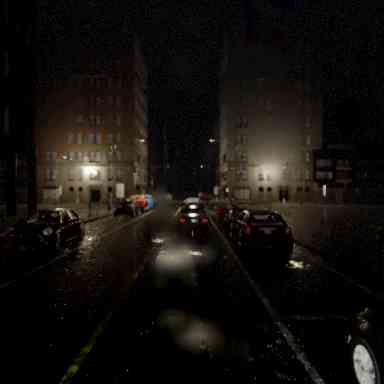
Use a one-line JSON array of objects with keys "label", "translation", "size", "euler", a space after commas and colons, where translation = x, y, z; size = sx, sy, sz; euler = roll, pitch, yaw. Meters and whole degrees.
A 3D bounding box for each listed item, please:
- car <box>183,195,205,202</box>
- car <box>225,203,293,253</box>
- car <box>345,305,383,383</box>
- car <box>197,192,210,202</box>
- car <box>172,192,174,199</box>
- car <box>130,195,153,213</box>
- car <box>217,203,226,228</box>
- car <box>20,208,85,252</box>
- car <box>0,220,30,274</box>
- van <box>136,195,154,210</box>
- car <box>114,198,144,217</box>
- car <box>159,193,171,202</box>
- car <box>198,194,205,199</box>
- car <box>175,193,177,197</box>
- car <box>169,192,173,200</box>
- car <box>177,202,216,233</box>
[{"label": "car", "translation": [0.063, 1.425, 37.287], "size": [2.128, 1.511, 4.902], "euler": [0, 0, 0]}, {"label": "car", "translation": [2.656, 1.418, 13.553], "size": [1.967, 1.590, 4.097], "euler": [0, 0, 0]}, {"label": "car", "translation": [2.666, 1.547, 2.275], "size": [2.008, 1.369, 4.403], "euler": [0, 0, 0]}, {"label": "car", "translation": [2.610, 1.127, 68.766], "size": [2.192, 1.841, 5.009], "euler": [0, 0, 0]}, {"label": "car", "translation": [-5.926, 1.288, 79.927], "size": [1.752, 1.417, 4.829], "euler": [0, 0, 0]}, {"label": "car", "translation": [-5.889, 1.251, 36.129], "size": [2.192, 1.841, 5.009], "euler": [0, 0, 0]}, {"label": "car", "translation": [2.652, 1.549, 19.193], "size": [1.802, 1.307, 4.206], "euler": [0, 0, 0]}, {"label": "car", "translation": [-5.870, 1.419, 13.570], "size": [1.967, 1.590, 4.097], "euler": [0, 0, 0]}, {"label": "car", "translation": [-5.864, 1.571, 7.930], "size": [1.802, 1.307, 4.206], "euler": [0, 0, 0]}, {"label": "van", "translation": [-5.894, 1.265, 41.771], "size": [1.690, 1.788, 3.998], "euler": [0, 0, 0]}, {"label": "car", "translation": [-5.884, 1.513, 30.490], "size": [1.947, 1.339, 4.313], "euler": [0, 0, 0]}, {"label": "car", "translation": [-5.916, 1.339, 68.617], "size": [1.752, 1.417, 4.829], "euler": [0, 0, 0]}, {"label": "car", "translation": [2.589, 1.290, 91.393], "size": [1.802, 1.307, 4.206], "euler": [0, 0, 0]}, {"label": "car", "translation": [-5.936, 1.024, 91.406], "size": [2.192, 1.841, 5.009], "euler": [0, 0, 0]}, {"label": "car", "translation": [-5.921, 1.353, 74.442], "size": [1.947, 1.339, 4.313], "euler": [0, 0, 0]}, {"label": "car", "translation": [0.081, 1.515, 19.429], "size": [2.033, 1.411, 5.357], "euler": [0, 0, 0]}]
